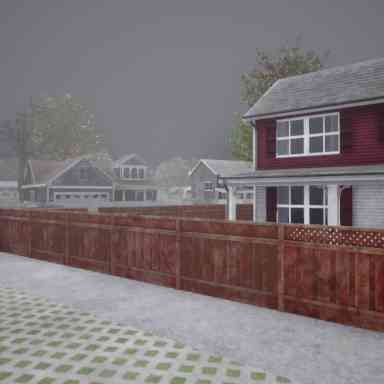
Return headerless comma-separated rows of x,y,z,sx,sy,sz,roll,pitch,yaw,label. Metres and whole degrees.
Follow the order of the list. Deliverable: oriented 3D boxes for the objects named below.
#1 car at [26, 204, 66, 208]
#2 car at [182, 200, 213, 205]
-10.649,1.586,22.796,4.892,1.490,1.837,-1,0,-37,car
0.032,1.501,30.547,4.553,1.767,2.097,0,0,-35,car
